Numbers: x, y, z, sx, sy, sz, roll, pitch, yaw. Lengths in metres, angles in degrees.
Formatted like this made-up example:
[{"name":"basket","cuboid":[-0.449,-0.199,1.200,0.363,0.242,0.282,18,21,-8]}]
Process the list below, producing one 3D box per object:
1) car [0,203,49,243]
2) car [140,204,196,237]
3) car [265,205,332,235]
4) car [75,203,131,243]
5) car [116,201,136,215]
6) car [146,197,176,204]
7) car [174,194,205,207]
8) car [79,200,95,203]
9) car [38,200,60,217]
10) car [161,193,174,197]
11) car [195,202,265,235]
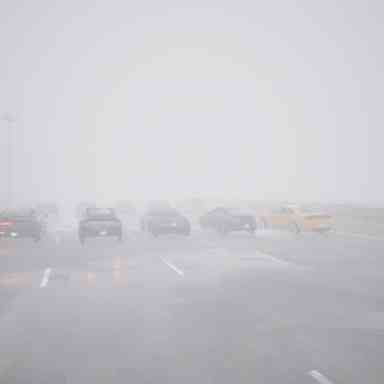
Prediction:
[{"name":"car","cuboid":[-8.257,1.521,16.215,1.837,1.490,4.892,0,0,-20]},{"name":"car","cuboid":[-1.567,1.576,18.292,1.994,1.385,4.181,0,0,-20]},{"name":"car","cuboid":[5.651,1.484,18.885,1.882,1.535,5.008,0,0,-20]},{"name":"car","cuboid":[-4.569,1.505,16.290,2.128,1.511,4.902,0,0,-20]},{"name":"car","cuboid":[-6.922,1.590,33.361,1.994,1.385,4.181,0,0,-20]},{"name":"car","cuboid":[-3.493,1.527,34.160,1.837,1.490,4.892,0,-1,-20]},{"name":"car","cuboid":[-0.010,1.374,34.811,2.097,1.767,4.553,0,0,-20]},{"name":"car","cuboid":[-10.126,1.519,31.926,2.128,1.511,4.902,0,0,-20]},{"name":"car","cuboid":[-13.749,1.510,31.664,1.882,1.535,5.008,0,0,-20]},{"name":"car","cuboid":[-5.523,1.265,76.657,3.866,1.878,1.905,0,0,-20]},{"name":"car","cuboid":[1.959,1.536,18.785,1.812,1.442,4.674,0,0,-20]}]
